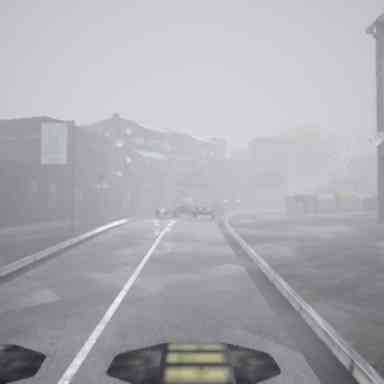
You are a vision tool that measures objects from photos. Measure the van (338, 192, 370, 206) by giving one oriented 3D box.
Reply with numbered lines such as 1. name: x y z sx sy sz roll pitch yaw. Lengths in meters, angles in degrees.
1. van: 23.766 1.034 49.037 1.878 1.987 4.442 -3 -1 -12

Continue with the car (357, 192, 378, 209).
1. car: 21.053 0.894 36.015 2.435 2.045 5.566 -3 -1 -12

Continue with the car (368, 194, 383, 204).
1. car: 29.212 0.986 50.304 2.002 1.452 4.674 -3 -1 -12

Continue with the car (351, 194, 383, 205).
1. car: 26.483 1.108 49.732 2.231 1.521 4.892 -3 -1 -12

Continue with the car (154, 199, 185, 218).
1. car: -1.485 1.334 28.076 2.128 1.511 4.902 -1 -1 21

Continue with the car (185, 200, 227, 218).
1. car: 1.452 1.360 27.431 2.033 1.411 5.357 -1 -1 19
